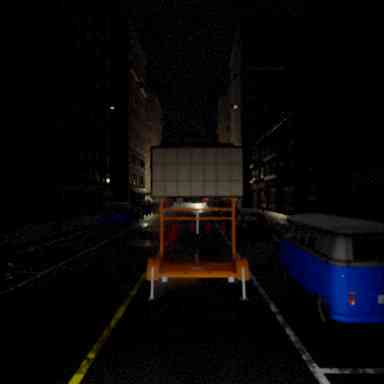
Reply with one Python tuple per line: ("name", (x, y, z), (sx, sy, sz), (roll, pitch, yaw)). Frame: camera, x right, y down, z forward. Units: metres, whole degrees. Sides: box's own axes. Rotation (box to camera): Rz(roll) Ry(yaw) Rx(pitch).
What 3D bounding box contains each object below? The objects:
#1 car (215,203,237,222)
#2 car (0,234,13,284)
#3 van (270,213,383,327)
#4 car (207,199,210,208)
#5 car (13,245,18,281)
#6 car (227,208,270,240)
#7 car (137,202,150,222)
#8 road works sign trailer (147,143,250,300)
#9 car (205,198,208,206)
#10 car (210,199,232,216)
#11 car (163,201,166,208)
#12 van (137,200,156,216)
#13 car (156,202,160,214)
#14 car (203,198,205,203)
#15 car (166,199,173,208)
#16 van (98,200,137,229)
("car", (3.293, 1.870, 28.876), (1.802, 1.307, 4.206), (0, -1, 1))
("car", (-2.977, 1.238, 0.660), (2.150, 2.045, 5.566), (0, 0, 0))
("van", (2.978, 1.402, 6.877), (1.690, 1.788, 3.998), (0, -1, 1))
("car", (3.527, 1.901, 45.380), (1.967, 1.590, 4.097), (0, -1, 1))
("car", (-5.546, 1.533, 6.998), (1.967, 1.590, 4.097), (0, -1, 1))
("car", (3.136, 1.756, 17.876), (1.802, 1.307, 4.206), (0, -1, 1))
("car", (-5.232, 1.870, 28.998), (2.008, 1.369, 4.403), (0, -1, 1))
("road works sign trailer", (0.143, 0.554, 8.605), (2.380, 3.560, 2.880), (0, -1, 1))
("car", (3.684, 2.128, 56.380), (2.008, 1.369, 4.403), (0, -1, 1))
("car", (3.369, 1.660, 34.380), (2.192, 1.841, 5.009), (0, -1, 1))
("car", (-4.997, 2.075, 45.500), (1.802, 1.307, 4.206), (0, -1, 1))
("van", (-5.155, 1.718, 34.501), (1.690, 1.788, 3.998), (0, -1, 1))
("car", (-5.075, 2.001, 39.999), (1.947, 1.339, 4.313), (0, -1, 1))
("car", (3.840, 2.262, 67.380), (1.947, 1.339, 4.313), (0, -1, 1))
("car", (-4.840, 2.176, 56.500), (1.947, 1.339, 4.313), (0, -1, 1))
("van", (-5.312, 1.604, 23.501), (1.690, 1.788, 3.998), (0, -1, 1))
